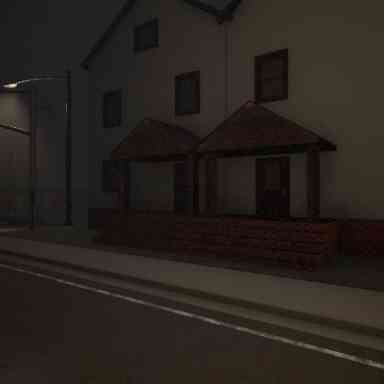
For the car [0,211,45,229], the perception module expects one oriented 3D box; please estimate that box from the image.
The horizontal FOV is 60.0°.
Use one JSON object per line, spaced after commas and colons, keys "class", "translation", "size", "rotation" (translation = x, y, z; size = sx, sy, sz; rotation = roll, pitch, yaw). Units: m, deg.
{"class": "car", "translation": [-15.586, 2.488, 29.646], "size": [2.128, 1.511, 4.902], "rotation": [0, -9, 36]}
